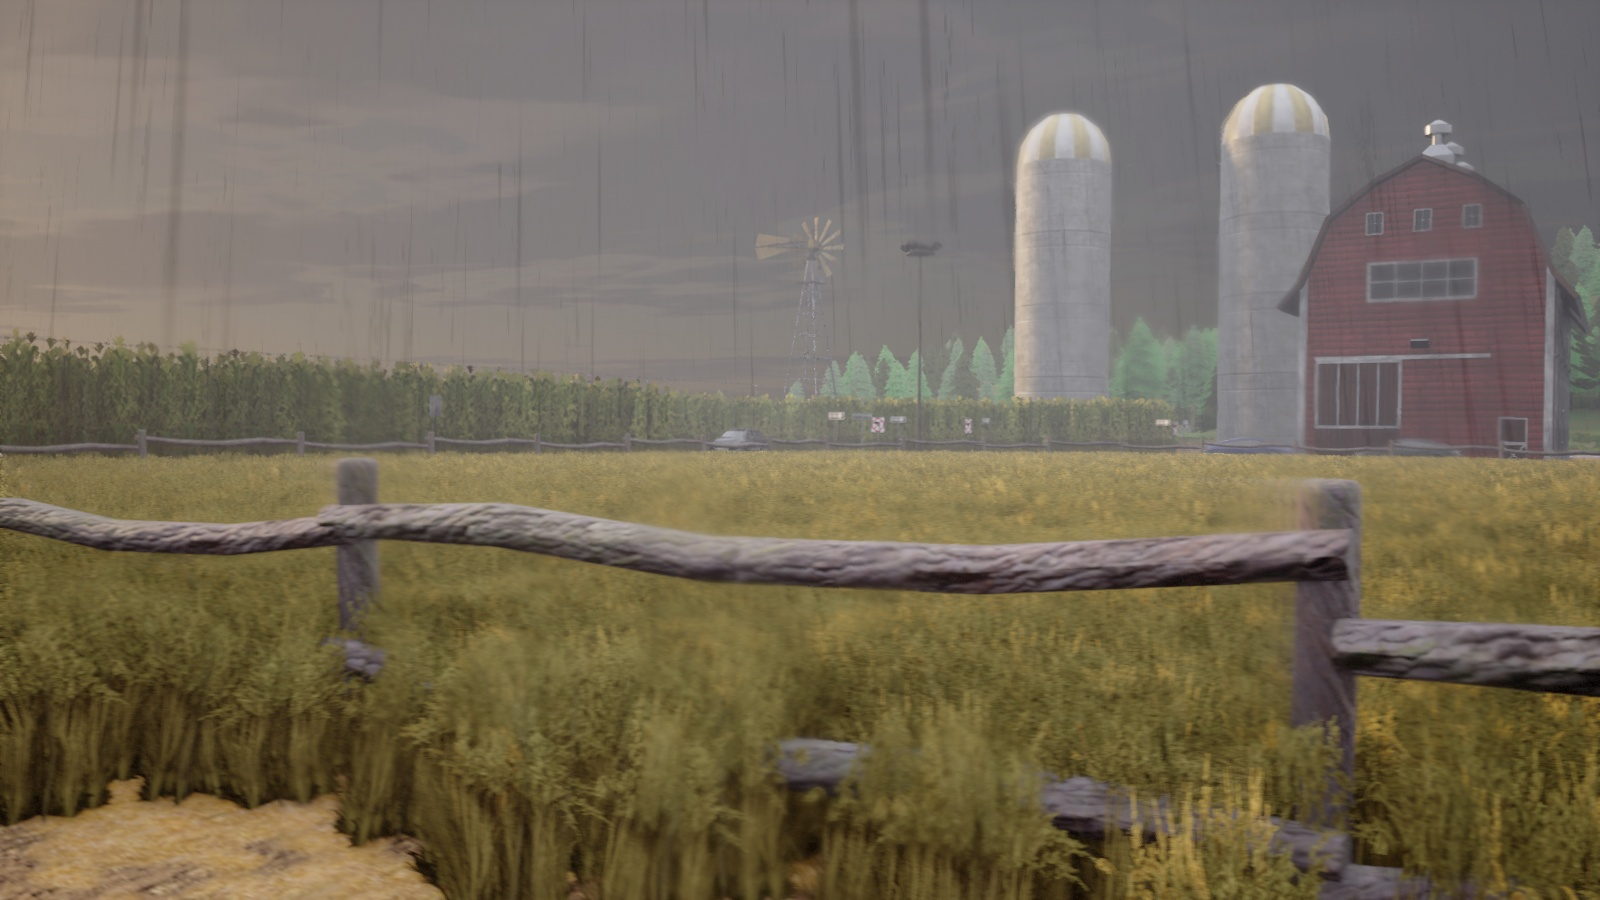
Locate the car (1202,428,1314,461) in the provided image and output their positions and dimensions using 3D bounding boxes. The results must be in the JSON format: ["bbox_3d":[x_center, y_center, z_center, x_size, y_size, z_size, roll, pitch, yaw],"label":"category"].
[{"bbox_3d":[21.255,-0.259,58.313,4.674,1.442,1.812,0,1,29],"label":"car"}]

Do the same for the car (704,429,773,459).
[{"bbox_3d":[-3.453,-0.365,71.407,2.033,1.649,4.856,-1,1,23],"label":"car"}]

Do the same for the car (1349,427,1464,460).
[{"bbox_3d":[28.141,-0.310,58.308,4.674,1.442,1.812,0,1,30],"label":"car"}]

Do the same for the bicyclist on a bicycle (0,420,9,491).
[{"bbox_3d":[-20.581,0.144,30.840,0.659,1.776,1.843,0,0,34],"label":"bicyclist on a bicycle"}]
